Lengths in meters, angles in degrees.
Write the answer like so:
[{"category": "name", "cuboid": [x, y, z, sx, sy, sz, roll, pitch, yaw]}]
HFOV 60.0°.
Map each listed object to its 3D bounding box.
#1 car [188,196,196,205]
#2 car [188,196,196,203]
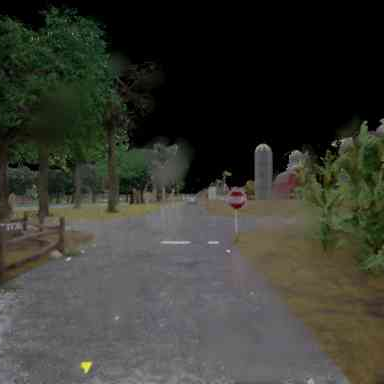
[{"category": "car", "cuboid": [0.001, 1.963, 71.002, 2.128, 1.511, 4.902, 0, -1, 0]}, {"category": "car", "cuboid": [0.001, 1.808, 81.397, 2.097, 1.767, 4.553, 0, -1, 0]}]
